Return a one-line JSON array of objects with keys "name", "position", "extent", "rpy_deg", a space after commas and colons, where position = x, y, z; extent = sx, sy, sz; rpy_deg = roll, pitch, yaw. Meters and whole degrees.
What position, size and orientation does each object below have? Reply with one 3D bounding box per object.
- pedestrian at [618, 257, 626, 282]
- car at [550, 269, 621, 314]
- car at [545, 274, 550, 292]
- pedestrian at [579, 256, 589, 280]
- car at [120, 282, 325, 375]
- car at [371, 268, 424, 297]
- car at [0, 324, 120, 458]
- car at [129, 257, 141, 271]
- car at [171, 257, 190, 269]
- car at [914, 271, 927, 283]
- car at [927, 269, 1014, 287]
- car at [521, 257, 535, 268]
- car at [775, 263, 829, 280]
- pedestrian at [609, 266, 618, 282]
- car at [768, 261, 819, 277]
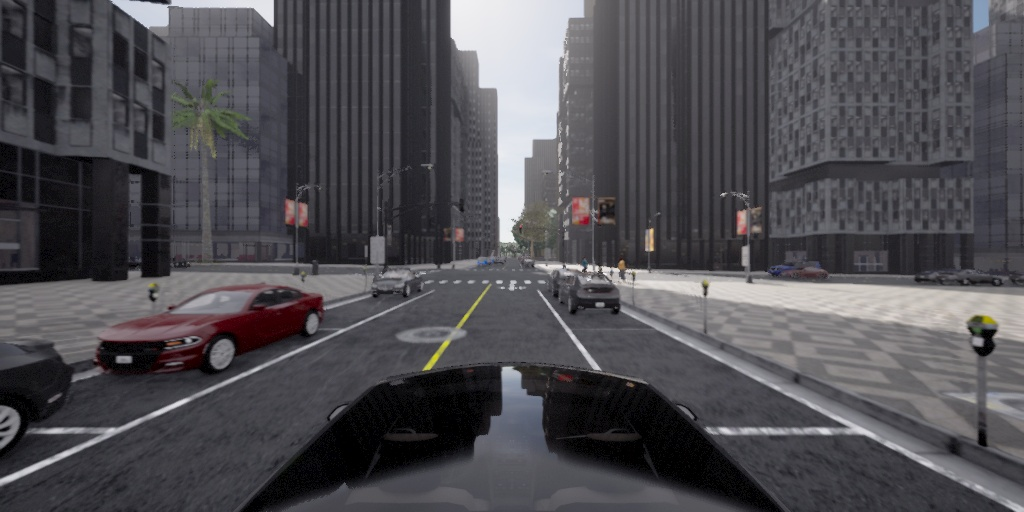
[{"name": "pedestrian", "position": [8.096, 0.983, 26.329], "extent": [0.375, 1.860, 0.375], "rpy_deg": [0, 0, 0]}, {"name": "car", "position": [2.763, 1.294, 13.464], "extent": [2.007, 1.370, 4.403], "rpy_deg": [0, 0, 0]}, {"name": "car", "position": [2.763, 1.292, 18.457], "extent": [2.007, 1.370, 4.403], "rpy_deg": [0, 0, 0]}, {"name": "pedestrian", "position": [5.386, 0.879, 26.930], "extent": [0.375, 1.860, 0.375], "rpy_deg": [0, 0, 0]}, {"name": "car", "position": [-5.762, 1.292, 7.571], "extent": [1.888, 1.381, 4.507], "rpy_deg": [0, 0, 0]}, {"name": "car", "position": [-5.762, 1.292, 18.460], "extent": [2.007, 1.370, 4.403], "rpy_deg": [0, 0, 0]}, {"name": "car", "position": [-5.762, 1.300, 2.127], "extent": [2.007, 1.370, 4.403], "rpy_deg": [0, 0, 0]}, {"name": "car", "position": [-35.857, 0.723, 34.055], "extent": [4.718, 1.301, 1.895], "rpy_deg": [1, 0, 0]}, {"name": "car", "position": [-36.202, 0.686, 37.311], "extent": [4.181, 1.385, 1.994], "rpy_deg": [1, 0, 0]}, {"name": "car", "position": [44.463, 2.155, 37.085], "extent": [4.181, 1.385, 1.994], "rpy_deg": [1, 0, 1]}, {"name": "car", "position": [43.187, 2.055, 33.851], "extent": [4.902, 1.511, 2.128], "rpy_deg": [1, 0, 1]}, {"name": "car", "position": [2.954, 1.281, 60.639], "extent": [2.007, 1.370, 4.403], "rpy_deg": [0, 0, 1]}, {"name": "car", "position": [33.003, 1.904, 40.503], "extent": [4.674, 1.442, 1.812], "rpy_deg": [1, 0, 0]}, {"name": "pedestrian", "position": [7.136, 1.295, 25.729], "extent": [0.500, 1.100, 0.500], "rpy_deg": [0, 0, 0]}, {"name": "car", "position": [34.513, 1.636, 43.733], "extent": [5.566, 2.045, 2.150], "rpy_deg": [1, 0, 1]}]
